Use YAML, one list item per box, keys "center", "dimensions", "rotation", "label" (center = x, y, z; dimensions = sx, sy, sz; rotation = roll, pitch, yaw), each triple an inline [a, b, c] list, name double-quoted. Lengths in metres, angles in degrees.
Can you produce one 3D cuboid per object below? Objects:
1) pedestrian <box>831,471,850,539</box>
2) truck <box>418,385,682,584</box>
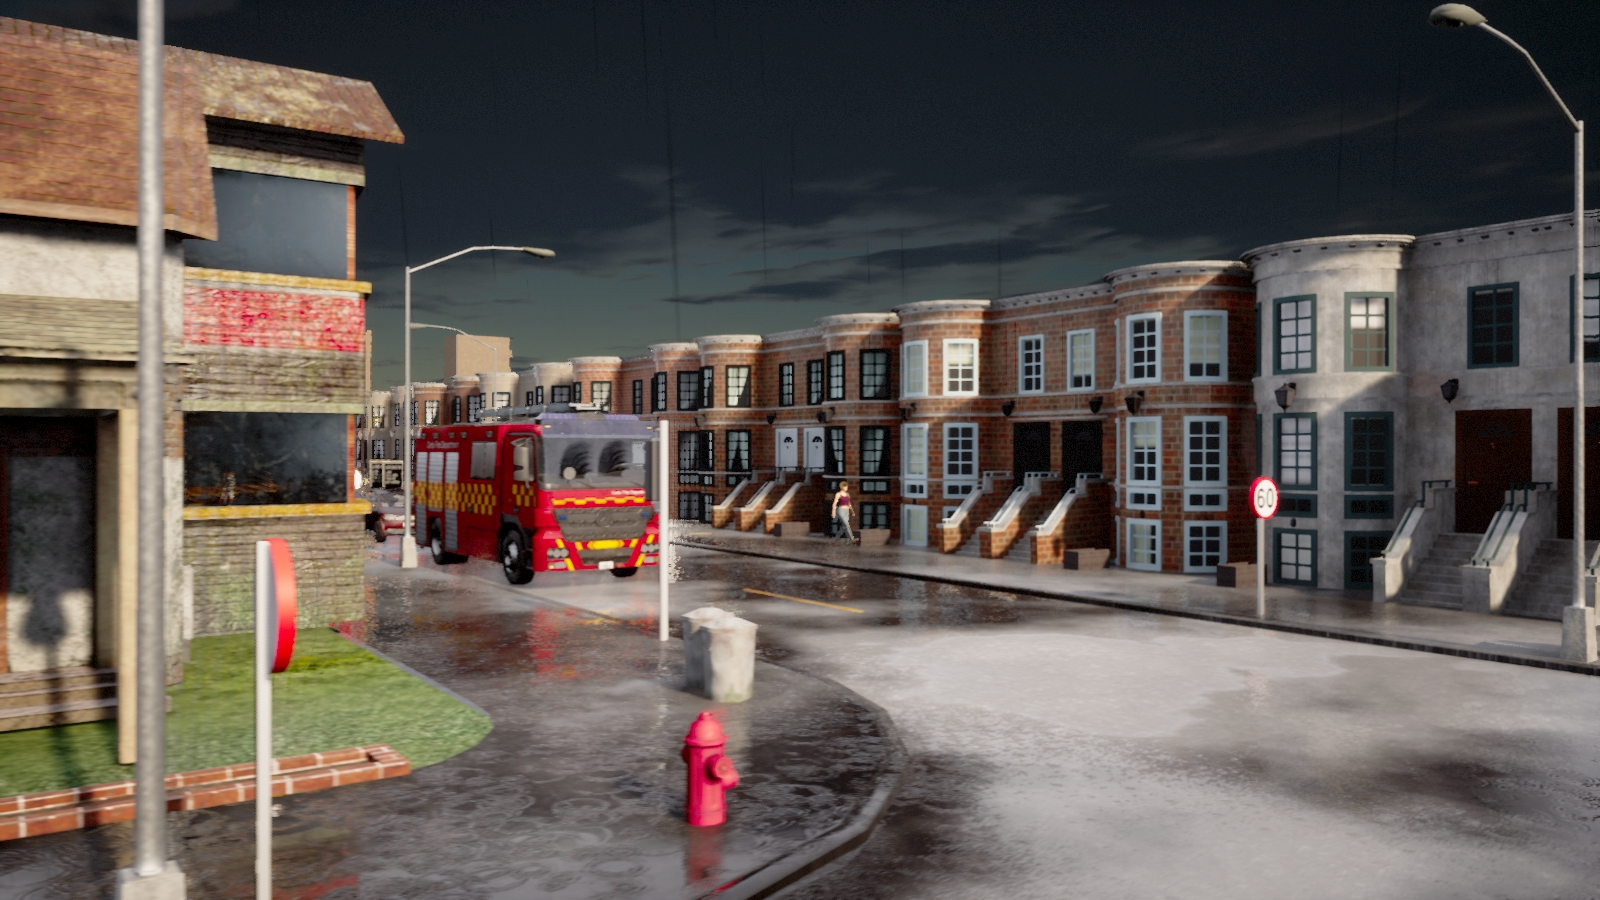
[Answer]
- center: [1.111, 1.523, 31.630]
  dimensions: [0.375, 1.860, 0.375]
  rotation: [0, 0, -40]
  label: "pedestrian"
- center: [-6.059, 0.671, 26.247]
  dimensions: [2.891, 3.827, 8.468]
  rotation: [0, 0, -35]
  label: "truck"
